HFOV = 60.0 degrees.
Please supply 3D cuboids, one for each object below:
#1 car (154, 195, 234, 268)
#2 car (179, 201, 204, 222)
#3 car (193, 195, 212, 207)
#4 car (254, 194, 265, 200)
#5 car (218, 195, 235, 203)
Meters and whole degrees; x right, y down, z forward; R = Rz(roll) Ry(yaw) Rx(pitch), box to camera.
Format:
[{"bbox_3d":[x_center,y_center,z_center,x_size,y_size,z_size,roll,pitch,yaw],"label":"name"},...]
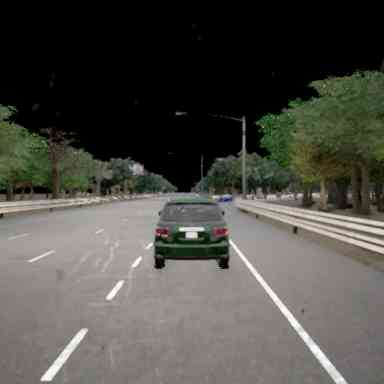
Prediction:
[{"bbox_3d":[-0.011,1.211,11.322,2.150,2.045,5.566,0,0,0],"label":"car"},{"bbox_3d":[-0.032,1.507,26.878,1.812,1.442,4.674,0,0,0],"label":"car"},{"bbox_3d":[1.678,1.297,50.206,2.097,1.767,4.553,0,0,11],"label":"car"},{"bbox_3d":[17.191,1.339,85.090,1.837,1.490,4.892,0,0,38],"label":"car"},{"bbox_3d":[7.122,1.392,67.727,1.882,1.535,5.008,-1,0,24],"label":"car"}]
